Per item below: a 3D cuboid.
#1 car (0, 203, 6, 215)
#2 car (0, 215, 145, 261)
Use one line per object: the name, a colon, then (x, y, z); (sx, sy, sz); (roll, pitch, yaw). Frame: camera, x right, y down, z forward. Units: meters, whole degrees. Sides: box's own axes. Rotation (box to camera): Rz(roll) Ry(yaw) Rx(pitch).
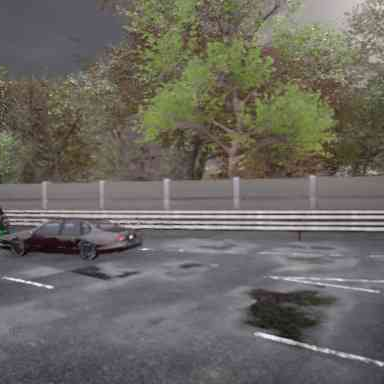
car: (-9.966, 1.414, 13.712); (5.566, 2.045, 2.150); (-1, 0, 27)
car: (-4.505, 1.660, 12.470); (5.357, 1.411, 2.033); (-1, 0, 18)
